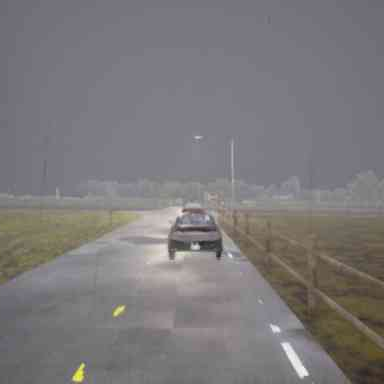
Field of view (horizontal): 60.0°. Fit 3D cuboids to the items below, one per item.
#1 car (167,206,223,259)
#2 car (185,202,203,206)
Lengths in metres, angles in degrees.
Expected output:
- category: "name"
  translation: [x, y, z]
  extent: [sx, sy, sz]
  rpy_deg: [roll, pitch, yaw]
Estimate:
- category: "car"
  translation: [0.104, 1.512, 12.725]
  extent: [2.128, 1.511, 4.902]
  rpy_deg: [0, 0, 0]
- category: "car"
  translation: [0.144, 1.605, 27.760]
  extent: [1.882, 1.535, 5.008]
  rpy_deg: [0, -1, 1]
